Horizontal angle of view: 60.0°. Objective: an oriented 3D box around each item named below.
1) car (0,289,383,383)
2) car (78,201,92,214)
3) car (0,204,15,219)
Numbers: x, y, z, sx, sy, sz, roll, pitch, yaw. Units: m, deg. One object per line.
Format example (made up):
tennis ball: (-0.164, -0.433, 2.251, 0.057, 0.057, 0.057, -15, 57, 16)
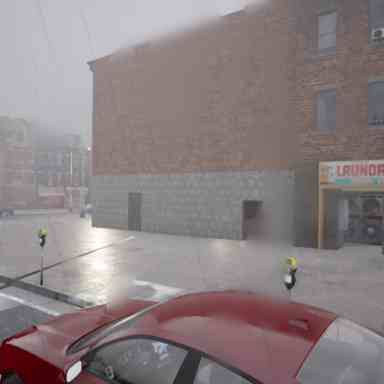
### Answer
car: (0.132, 1.544, 2.704, 4.507, 1.381, 1.887, 0, 1, 36)
car: (-11.643, 1.759, 40.913, 2.097, 1.767, 4.553, 1, 0, 36)
car: (-19.035, 1.745, 30.619, 1.837, 1.490, 4.892, 1, 0, 36)
